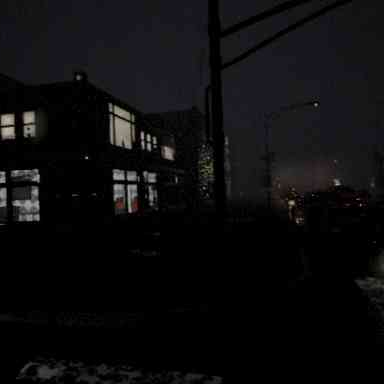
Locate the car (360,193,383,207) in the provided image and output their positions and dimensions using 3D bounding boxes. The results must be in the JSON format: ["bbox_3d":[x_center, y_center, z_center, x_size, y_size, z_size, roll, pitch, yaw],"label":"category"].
[{"bbox_3d":[8.820,1.006,13.876,1.882,1.535,5.008,-2,1,14],"label":"car"}]

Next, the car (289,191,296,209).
[{"bbox_3d":[9.859,0.884,29.116,2.008,1.369,4.403,-2,1,14],"label":"car"}]

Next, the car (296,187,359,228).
[{"bbox_3d":[7.234,0.862,18.326,2.192,1.841,5.009,-2,1,14],"label":"car"}]

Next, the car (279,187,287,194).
[{"bbox_3d":[24.246,-0.402,88.445,1.967,1.590,4.097,-2,1,14],"label":"car"}]

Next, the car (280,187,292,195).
[{"bbox_3d":[16.400,0.348,56.084,2.008,1.369,4.403,-2,1,14],"label":"car"}]

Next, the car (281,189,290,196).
[{"bbox_3d":[20.284,0.006,72.100,1.752,1.417,4.829,-2,1,14],"label":"car"}]

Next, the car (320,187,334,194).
[{"bbox_3d":[28.463,-0.265,70.288,1.947,1.339,4.313,-2,1,14],"label":"car"}]

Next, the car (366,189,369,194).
[{"bbox_3d":[21.922,0.269,43.320,1.947,1.339,4.313,-2,1,14],"label":"car"}]

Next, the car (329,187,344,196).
[{"bbox_3d":[25.886,-0.096,59.665,1.752,1.417,4.829,-2,1,14],"label":"car"}]

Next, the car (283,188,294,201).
[{"bbox_3d":[13.743,0.540,45.132,1.752,1.417,4.829,-2,1,14],"label":"car"}]

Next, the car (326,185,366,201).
[{"bbox_3d":[11.985,0.489,26.962,2.150,2.045,5.566,-2,1,14],"label":"car"}]

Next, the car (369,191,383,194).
[{"bbox_3d":[19.305,0.468,32.533,2.008,1.369,4.403,-2,1,14],"label":"car"}]

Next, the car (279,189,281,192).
[{"bbox_3d":[17.700,0.006,61.475,2.192,1.841,5.009,-2,1,14],"label":"car"}]

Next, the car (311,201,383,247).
[{"bbox_3d":[5.936,1.236,12.936,1.802,1.307,4.206,-2,1,14],"label":"car"}]

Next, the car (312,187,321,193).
[{"bbox_3d":[32.427,-0.628,86.633,1.752,1.417,4.829,-2,1,14],"label":"car"}]

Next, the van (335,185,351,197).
[{"bbox_3d":[24.531,-0.170,54.104,1.690,1.788,3.998,-2,1,14],"label":"van"}]
